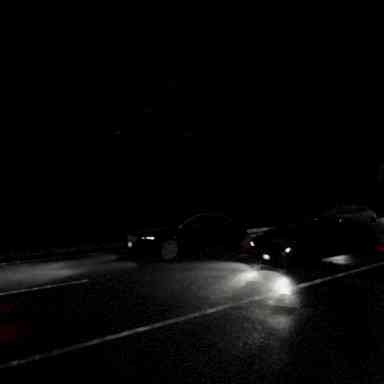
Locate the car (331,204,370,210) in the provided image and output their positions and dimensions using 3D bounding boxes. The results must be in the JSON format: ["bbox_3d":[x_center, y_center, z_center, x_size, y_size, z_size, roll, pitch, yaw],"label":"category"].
[{"bbox_3d":[8.976,1.455,19.281,4.674,1.442,1.812,0,0,-37],"label":"car"}]

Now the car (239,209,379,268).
[{"bbox_3d":[4.346,1.519,11.395,5.357,1.411,2.033,0,0,-36],"label":"car"}]

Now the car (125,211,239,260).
[{"bbox_3d":[-0.065,1.476,12.491,4.902,1.511,2.128,0,0,-36],"label":"car"}]
